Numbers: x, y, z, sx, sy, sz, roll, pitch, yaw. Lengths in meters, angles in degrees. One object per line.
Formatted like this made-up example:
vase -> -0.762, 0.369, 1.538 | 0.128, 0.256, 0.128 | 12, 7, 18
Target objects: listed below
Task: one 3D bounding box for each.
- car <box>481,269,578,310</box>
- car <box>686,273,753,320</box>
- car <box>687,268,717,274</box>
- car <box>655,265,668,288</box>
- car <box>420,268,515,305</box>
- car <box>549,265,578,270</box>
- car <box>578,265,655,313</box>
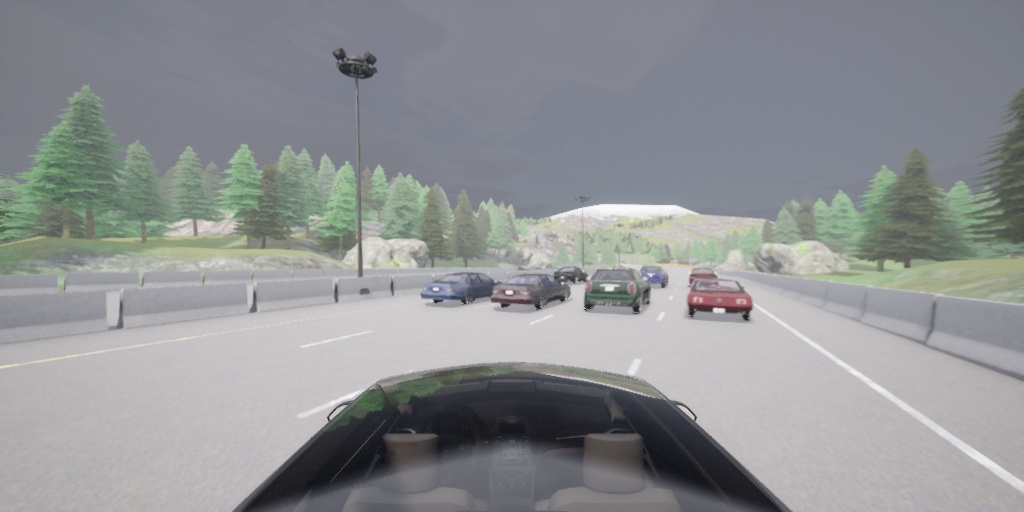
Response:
car -> 1.022, 1.470, 15.919 | 2.033, 1.411, 5.357 | 0, -1, 27
car -> 7.626, 1.493, 13.463 | 1.895, 1.301, 4.718 | 0, -1, 27
car -> 14.766, 1.643, 27.826 | 1.882, 1.535, 5.008 | 0, -1, 27
car -> 11.247, 1.520, 28.625 | 2.097, 1.767, 4.553 | 0, -1, 27
car -> -2.108, 1.490, 17.485 | 2.033, 1.411, 5.357 | 0, -1, 27
car -> 5.366, 1.705, 32.505 | 1.882, 1.535, 5.008 | 0, -1, 27
car -> 4.566, 1.265, 15.169 | 2.097, 1.767, 4.553 | 0, -1, 27
